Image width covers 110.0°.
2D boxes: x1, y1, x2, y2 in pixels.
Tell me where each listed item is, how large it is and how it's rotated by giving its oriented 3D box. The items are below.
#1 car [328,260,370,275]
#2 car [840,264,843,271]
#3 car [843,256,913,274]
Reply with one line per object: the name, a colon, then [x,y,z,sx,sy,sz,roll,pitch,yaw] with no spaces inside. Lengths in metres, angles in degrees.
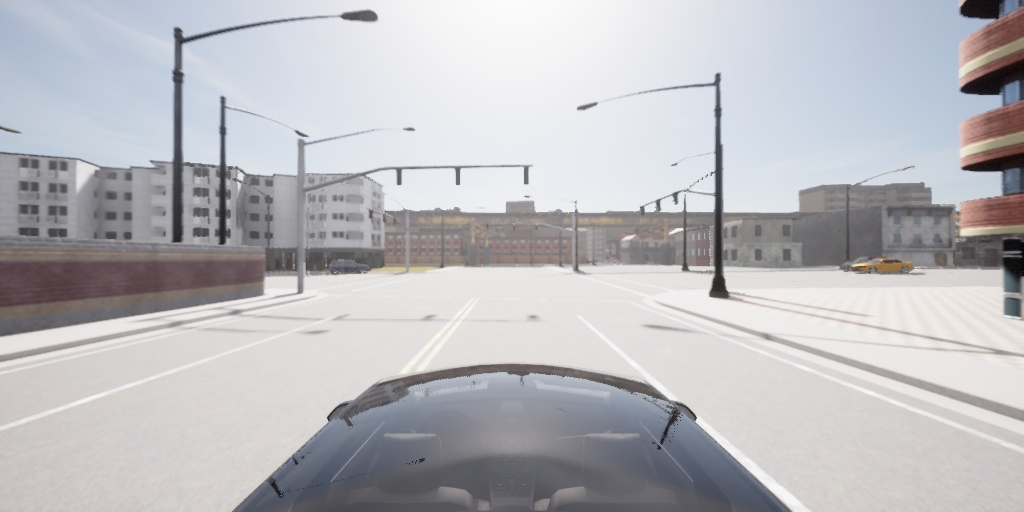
car: [-19.662,1.265,43.344,4.553,1.767,2.097,0,0,-33]
car: [38.273,0.829,38.622,4.553,1.767,2.097,-1,0,2]
car: [36.127,0.974,35.180,5.008,1.535,1.882,-1,0,1]
